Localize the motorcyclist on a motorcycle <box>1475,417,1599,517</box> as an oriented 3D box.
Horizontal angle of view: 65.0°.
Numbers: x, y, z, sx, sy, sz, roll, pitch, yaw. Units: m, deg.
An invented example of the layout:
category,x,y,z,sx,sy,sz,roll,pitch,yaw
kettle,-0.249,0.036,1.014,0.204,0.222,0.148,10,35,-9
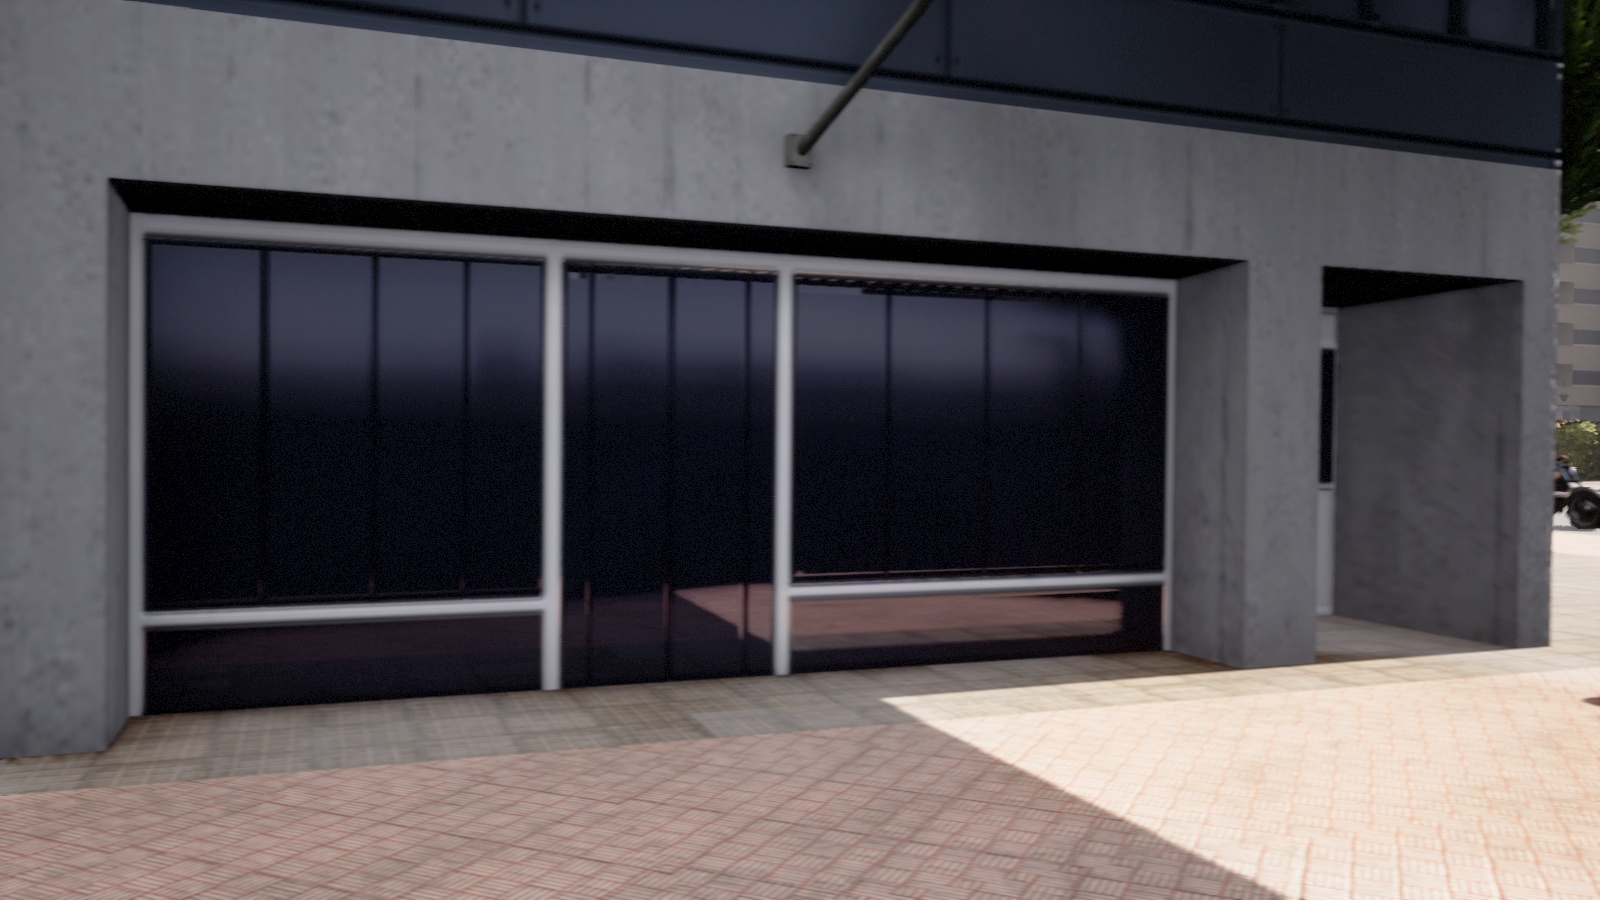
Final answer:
category,x,y,z,sx,sy,sz,roll,pitch,yaw
motorcyclist on a motorcycle,13.013,0.253,21.812,0.766,1.649,2.350,-1,1,-21
